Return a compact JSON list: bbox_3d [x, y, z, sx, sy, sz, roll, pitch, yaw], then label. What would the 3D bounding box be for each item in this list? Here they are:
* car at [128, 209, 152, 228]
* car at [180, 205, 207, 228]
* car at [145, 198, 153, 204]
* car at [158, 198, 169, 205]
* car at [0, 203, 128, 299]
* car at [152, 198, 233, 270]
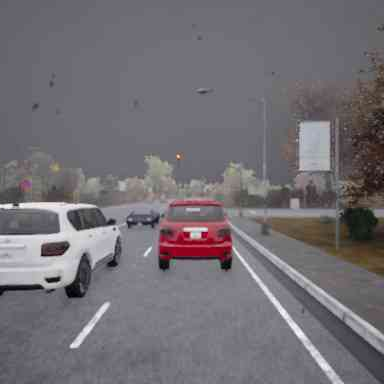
[{"bbox_3d":[-3.402,1.830,23.872,1.895,1.301,4.718,0,-1,0],"label":"car"},{"bbox_3d":[0.098,1.765,24.858,1.812,1.442,4.674,0,-1,0],"label":"car"},{"bbox_3d":[-10.509,2.286,82.289,1.837,1.490,4.892,0,-1,0],"label":"car"},{"bbox_3d":[-7.009,2.326,82.279,2.033,1.411,5.357,0,-1,0],"label":"car"},{"bbox_3d":[-3.400,1.301,8.800,2.150,2.045,5.566,0,-1,0],"label":"car"},{"bbox_3d":[0.095,1.324,11.529,2.150,2.045,5.566,0,-2,0],"label":"car"}]
